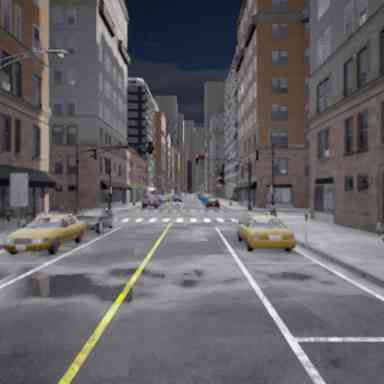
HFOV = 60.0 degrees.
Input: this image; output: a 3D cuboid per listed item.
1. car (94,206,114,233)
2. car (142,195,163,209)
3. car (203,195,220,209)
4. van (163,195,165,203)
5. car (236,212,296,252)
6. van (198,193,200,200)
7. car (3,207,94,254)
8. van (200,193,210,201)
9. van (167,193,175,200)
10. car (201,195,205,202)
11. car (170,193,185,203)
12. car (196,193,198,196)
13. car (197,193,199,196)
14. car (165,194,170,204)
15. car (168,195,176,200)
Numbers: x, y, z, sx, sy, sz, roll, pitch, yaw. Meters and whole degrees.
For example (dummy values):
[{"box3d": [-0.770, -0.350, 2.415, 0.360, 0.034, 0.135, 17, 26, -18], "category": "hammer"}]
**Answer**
[{"box3d": [-5.664, 1.535, 19.102, 2.008, 1.369, 4.403, 0, 0, 0], "category": "car"}, {"box3d": [-5.659, 1.288, 45.876, 2.192, 1.841, 5.009, 0, 0, 0], "category": "car"}, {"box3d": [2.867, 1.518, 45.873, 1.887, 1.381, 4.507, 0, 0, 0], "category": "car"}, {"box3d": [-5.658, 1.312, 51.377, 1.690, 1.788, 3.998, 0, 0, 0], "category": "van"}, {"box3d": [2.860, 1.514, 13.744, 1.752, 1.417, 4.829, 0, 0, 0], "category": "car"}, {"box3d": [2.873, 1.305, 73.380, 1.690, 1.788, 3.998, 0, 0, 0], "category": "van"}, {"box3d": [-5.665, 1.514, 13.406, 1.752, 1.417, 4.829, 0, 0, 0], "category": "car"}, {"box3d": [2.870, 1.309, 62.377, 1.690, 1.788, 3.998, 0, 0, 0], "category": "van"}, {"box3d": [-5.649, 1.299, 89.887, 1.690, 1.788, 3.998, 0, 0, 0], "category": "van"}, {"box3d": [2.869, 1.537, 51.375, 1.947, 1.339, 4.313, 0, 0, 0], "category": "car"}, {"box3d": [-2.984, 1.505, 69.565, 2.033, 1.411, 5.357, 0, 0, 0], "category": "car"}, {"box3d": [2.879, 1.539, 95.385, 1.802, 1.307, 4.206, 0, 0, 0], "category": "car"}, {"box3d": [2.876, 1.542, 84.383, 1.802, 1.307, 4.206, 0, 0, 0], "category": "car"}, {"box3d": [-5.655, 1.407, 62.380, 1.967, 1.590, 4.097, 0, 0, 0], "category": "car"}, {"box3d": [-5.647, 1.508, 95.387, 2.008, 1.369, 4.403, 0, 0, 0], "category": "car"}]
